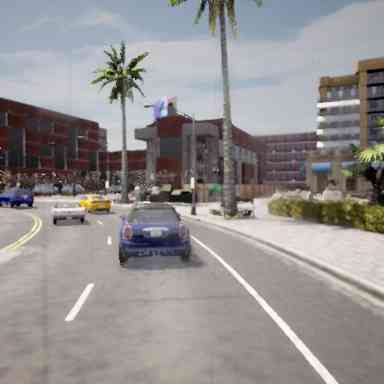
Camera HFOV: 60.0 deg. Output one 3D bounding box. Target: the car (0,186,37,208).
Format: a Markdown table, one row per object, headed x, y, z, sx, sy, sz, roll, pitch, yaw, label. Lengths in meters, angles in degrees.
| x | y | z | sx | sy | sz | roll | pitch | yaw | label |
| --- | --- | --- | --- | --- | --- | --- | --- | --- | --- |
| -19.238 | 0.641 | 36.114 | 5.566 | 2.045 | 2.150 | 1 | 1 | 41 | car |

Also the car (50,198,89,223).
| x | y | z | sx | sy | sz | roll | pitch | yaw | label |
| --- | --- | --- | --- | --- | --- | --- | --- | --- | --- |
| -8.300 | 1.240 | 21.977 | 1.895 | 1.301 | 4.718 | -1 | 1 | -25 | car |

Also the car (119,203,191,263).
| x | y | z | sx | sy | sz | roll | pitch | yaw | label |
| --- | --- | --- | --- | --- | --- | --- | --- | --- | --- |
| -1.405 | 1.157 | 11.436 | 2.097 | 1.767 | 4.553 | 0 | 1 | -11 | car |

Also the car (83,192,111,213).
| x | y | z | sx | sy | sz | roll | pitch | yaw | label |
| --- | --- | --- | --- | --- | --- | --- | --- | --- | --- |
| -8.845 | 0.988 | 29.641 | 1.882 | 1.535 | 5.008 | 0 | 1 | -34 | car |
